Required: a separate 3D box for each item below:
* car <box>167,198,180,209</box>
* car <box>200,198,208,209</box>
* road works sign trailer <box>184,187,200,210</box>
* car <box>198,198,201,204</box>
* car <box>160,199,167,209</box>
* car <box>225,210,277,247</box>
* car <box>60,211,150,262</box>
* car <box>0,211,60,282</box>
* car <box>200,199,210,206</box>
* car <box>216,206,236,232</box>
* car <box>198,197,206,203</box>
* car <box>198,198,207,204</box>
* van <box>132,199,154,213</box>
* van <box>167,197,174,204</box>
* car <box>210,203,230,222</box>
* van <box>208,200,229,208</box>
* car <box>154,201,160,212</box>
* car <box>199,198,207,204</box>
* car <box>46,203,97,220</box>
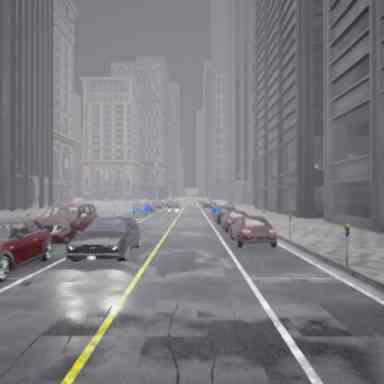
[{"bbox_3d":[-3.055,2.109,55.271,1.994,1.385,4.181,0,-1,0],"label":"car"},{"bbox_3d":[2.772,2.087,54.935,1.887,1.381,4.507,0,-1,0],"label":"car"},{"bbox_3d":[0.011,0.975,51.682,2.380,3.560,2.880,0,-1,0],"label":"road works sign trailer"},{"bbox_3d":[2.774,2.201,66.216,2.008,1.369,4.403,0,-1,0],"label":"car"},{"bbox_3d":[-5.754,2.108,54.934,1.947,1.339,4.313,0,-1,0],"label":"car"},{"bbox_3d":[2.763,1.737,15.452,1.802,1.307,4.206,0,-1,0],"label":"car"},{"bbox_3d":[-3.097,1.677,12.924,2.033,1.411,5.357,0,-1,0],"label":"car"},{"bbox_3d":[-5.764,1.539,9.810,1.967,1.590,4.097,0,-1,0],"label":"car"},{"bbox_3d":[2.776,2.270,71.856,1.947,1.339,4.313,0,-1,0],"label":"car"},{"bbox_3d":[2.765,1.792,21.093,1.802,1.307,4.206,0,-1,0],"label":"car"},{"bbox_3d":[2.781,2.349,94.420,1.967,1.590,4.097,0,-1,0],"label":"car"},{"bbox_3d":[2.780,2.409,88.778,2.008,1.369,4.403,0,-1,0],"label":"car"},{"bbox_3d":[-5.758,1.718,38.015,1.690,1.788,3.998,0,-1,0],"label":"van"},{"bbox_3d":[-5.746,2.199,88.781,1.690,1.788,3.998,0,-1,0],"label":"van"},{"bbox_3d":[2.766,1.832,26.733,1.947,1.339,4.313,0,-1,0],"label":"car"},{"bbox_3d":[2.766,1.663,32.376,1.690,1.788,3.998,0,-1,0],"label":"van"},{"bbox_3d":[-5.756,1.976,43.654,1.887,1.381,4.507,0,-1,0],"label":"car"},{"bbox_3d":[2.778,2.335,83.308,1.752,1.417,4.829,0,-1,0],"label":"car"},{"bbox_3d":[-5.763,1.469,15.453,2.192,1.841,5.009,0,-1,0],"label":"car"}]
